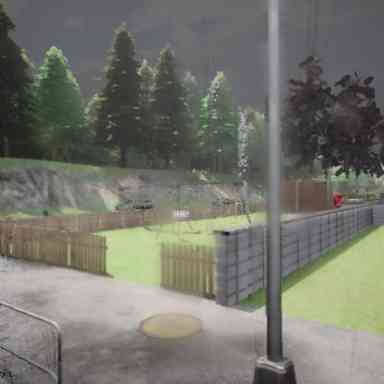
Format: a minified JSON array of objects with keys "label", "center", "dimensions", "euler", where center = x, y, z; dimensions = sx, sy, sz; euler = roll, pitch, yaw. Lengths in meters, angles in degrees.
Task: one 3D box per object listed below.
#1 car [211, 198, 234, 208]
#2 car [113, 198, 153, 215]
[{"label":"car","center":[4.624,1.692,50.311],"dimensions":[1.837,1.490,4.892],"euler":[0,0,36]},{"label":"car","center":[-6.145,1.481,35.379],"dimensions":[2.097,1.767,4.553],"euler":[0,0,36]}]
